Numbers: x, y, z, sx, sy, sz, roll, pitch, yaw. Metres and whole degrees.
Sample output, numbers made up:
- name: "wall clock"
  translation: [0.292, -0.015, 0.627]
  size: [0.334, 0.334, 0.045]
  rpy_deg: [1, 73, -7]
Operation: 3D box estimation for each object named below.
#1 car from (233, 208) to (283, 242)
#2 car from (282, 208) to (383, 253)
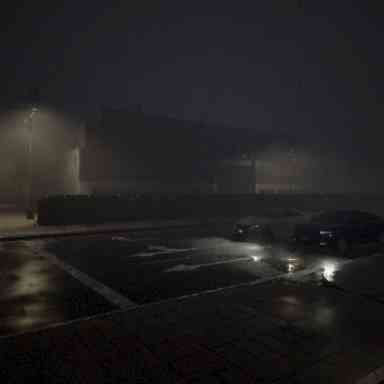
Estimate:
- name: "car"
  translation: [4.161, 1.524, 16.597]
  size: [4.674, 1.442, 1.812]
  rpy_deg: [0, 0, -34]
- name: "car"
  translation: [6.265, 1.475, 13.793]
  size: [5.008, 1.535, 1.882]
  rpy_deg: [0, 0, -34]
